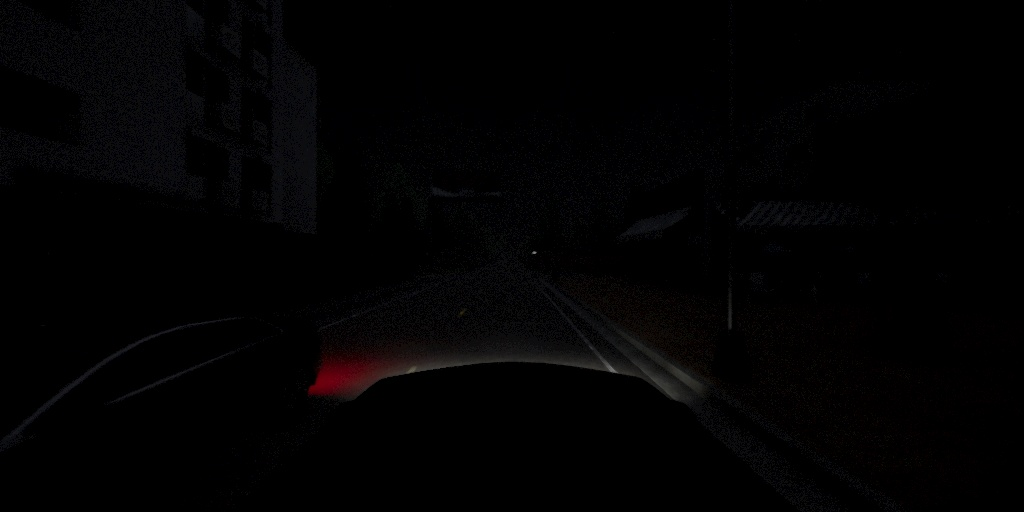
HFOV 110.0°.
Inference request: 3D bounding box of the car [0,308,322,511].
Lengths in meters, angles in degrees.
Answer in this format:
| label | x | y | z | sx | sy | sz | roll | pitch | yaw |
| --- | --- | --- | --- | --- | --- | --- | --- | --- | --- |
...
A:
| label | x | y | z | sx | sy | sz | roll | pitch | yaw |
| --- | --- | --- | --- | --- | --- | --- | --- | --- | --- |
| car | -3.499 | 1.288 | 2.899 | 2.128 | 1.511 | 4.902 | 0 | 1 | 0 |
